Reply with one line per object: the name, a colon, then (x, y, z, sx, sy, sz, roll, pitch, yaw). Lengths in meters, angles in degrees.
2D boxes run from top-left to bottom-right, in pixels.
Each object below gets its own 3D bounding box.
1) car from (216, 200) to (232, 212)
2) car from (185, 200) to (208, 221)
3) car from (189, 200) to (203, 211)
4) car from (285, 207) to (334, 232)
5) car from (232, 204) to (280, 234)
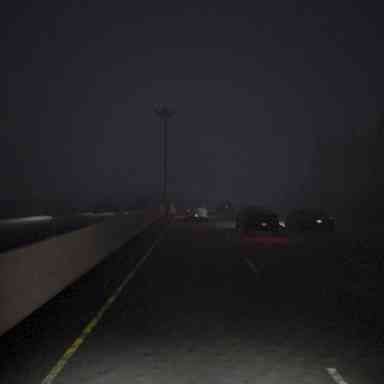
car: (3.990, 1.702, 40.327, 1.994, 1.385, 4.181, 0, 0, 1)
car: (0.367, 1.617, 28.062, 1.812, 1.442, 4.674, 0, 0, 1)
car: (0.539, 1.747, 45.256, 1.895, 1.301, 4.718, 0, 0, 1)
car: (7.298, 1.649, 21.012, 1.994, 1.385, 4.181, 0, 0, 1)
car: (3.784, 1.550, 19.773, 1.882, 1.535, 5.008, 0, 0, 1)
